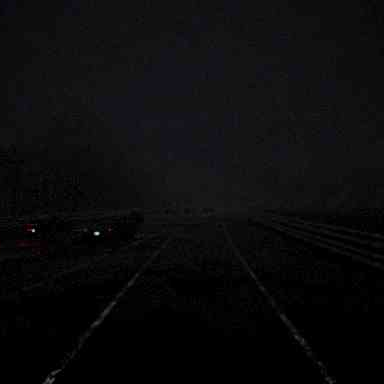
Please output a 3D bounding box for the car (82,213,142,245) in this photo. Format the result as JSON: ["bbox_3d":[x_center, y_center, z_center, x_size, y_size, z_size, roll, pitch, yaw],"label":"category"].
[{"bbox_3d":[-4.637,2.183,19.239,1.994,1.385,4.181,-2,-2,8],"label":"car"}]

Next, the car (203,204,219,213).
[{"bbox_3d":[3.338,3.337,65.271,2.128,1.511,4.902,-2,-2,12],"label":"car"}]

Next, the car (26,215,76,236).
[{"bbox_3d":[-10.760,2.519,25.745,1.837,1.490,4.892,-2,-2,8],"label":"car"}]

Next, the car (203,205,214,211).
[{"bbox_3d":[4.197,4.030,85.698,1.994,1.385,4.181,-2,-2,13],"label":"car"}]

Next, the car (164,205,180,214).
[{"bbox_3d":[-3.864,3.410,64.997,2.097,1.767,4.553,-2,-2,11],"label":"car"}]

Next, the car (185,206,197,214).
[{"bbox_3d":[-0.246,3.478,65.157,1.812,1.442,4.674,-2,-2,11],"label":"car"}]

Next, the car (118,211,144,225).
[{"bbox_3d":[-6.164,2.568,32.582,1.882,1.535,5.008,-2,-2,9],"label":"car"}]
